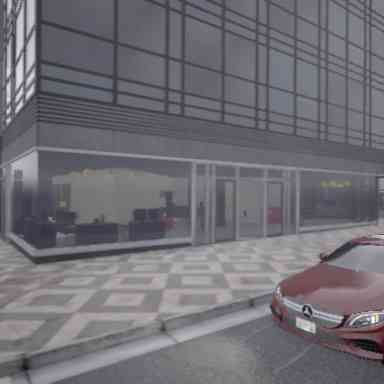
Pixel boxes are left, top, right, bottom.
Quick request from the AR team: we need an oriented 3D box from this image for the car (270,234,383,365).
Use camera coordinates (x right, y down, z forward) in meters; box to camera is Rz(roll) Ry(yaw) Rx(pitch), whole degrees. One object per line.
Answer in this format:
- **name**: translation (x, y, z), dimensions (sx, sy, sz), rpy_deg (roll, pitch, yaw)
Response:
- **car**: translation (3.418, 1.524, 5.796), dimensions (4.674, 1.442, 1.812), rpy_deg (0, 0, -35)
